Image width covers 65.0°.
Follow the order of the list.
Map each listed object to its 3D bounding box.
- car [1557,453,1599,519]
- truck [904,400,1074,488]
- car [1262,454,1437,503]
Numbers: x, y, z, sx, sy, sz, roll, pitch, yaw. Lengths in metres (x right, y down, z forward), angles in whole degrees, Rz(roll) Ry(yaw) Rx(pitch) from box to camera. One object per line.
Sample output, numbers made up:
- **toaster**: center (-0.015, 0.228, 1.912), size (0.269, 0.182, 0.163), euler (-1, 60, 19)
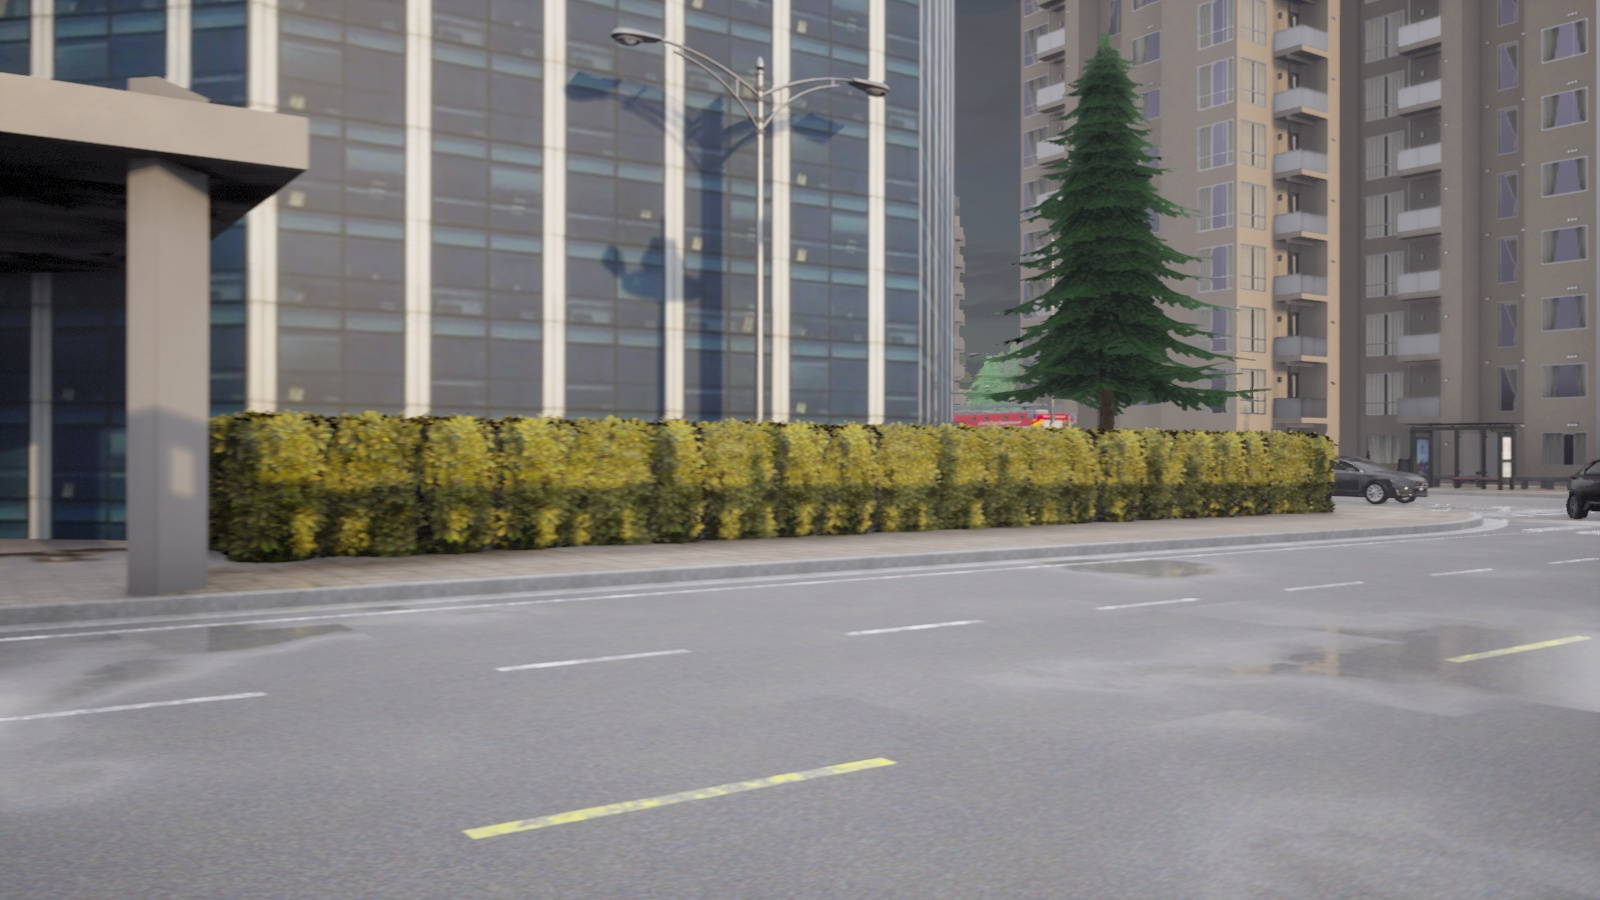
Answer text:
- **car**: center (18.543, 0.797, 27.518), size (1.816, 1.474, 4.193), euler (0, 0, 7)
- **truck**: center (8.714, -0.238, 59.156), size (2.891, 3.827, 8.468), euler (0, 0, -35)
- **car**: center (17.534, 0.867, 40.309), size (1.837, 1.490, 4.892), euler (0, 0, -35)
